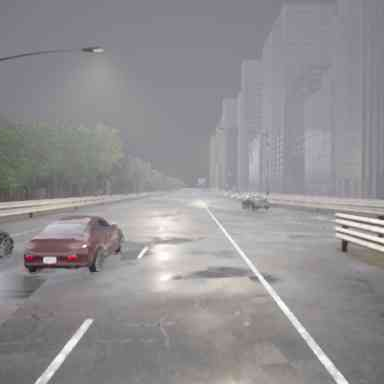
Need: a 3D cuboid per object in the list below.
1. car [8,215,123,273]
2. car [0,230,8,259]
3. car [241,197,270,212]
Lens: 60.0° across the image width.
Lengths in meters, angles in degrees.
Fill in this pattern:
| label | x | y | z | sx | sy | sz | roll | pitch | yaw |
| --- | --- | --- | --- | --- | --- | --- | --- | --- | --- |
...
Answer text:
| label | x | y | z | sx | sy | sz | roll | pitch | yaw |
| --- | --- | --- | --- | --- | --- | --- | --- | --- | --- |
| car | -3.403 | 1.446 | 10.256 | 1.812 | 1.442 | 4.674 | 0 | 0 | 0 |
| car | -6.904 | 1.454 | 9.206 | 1.812 | 1.442 | 4.674 | 0 | 0 | 0 |
| car | 6.671 | 1.238 | 35.487 | 2.128 | 1.511 | 4.902 | 0 | 0 | -9 |
